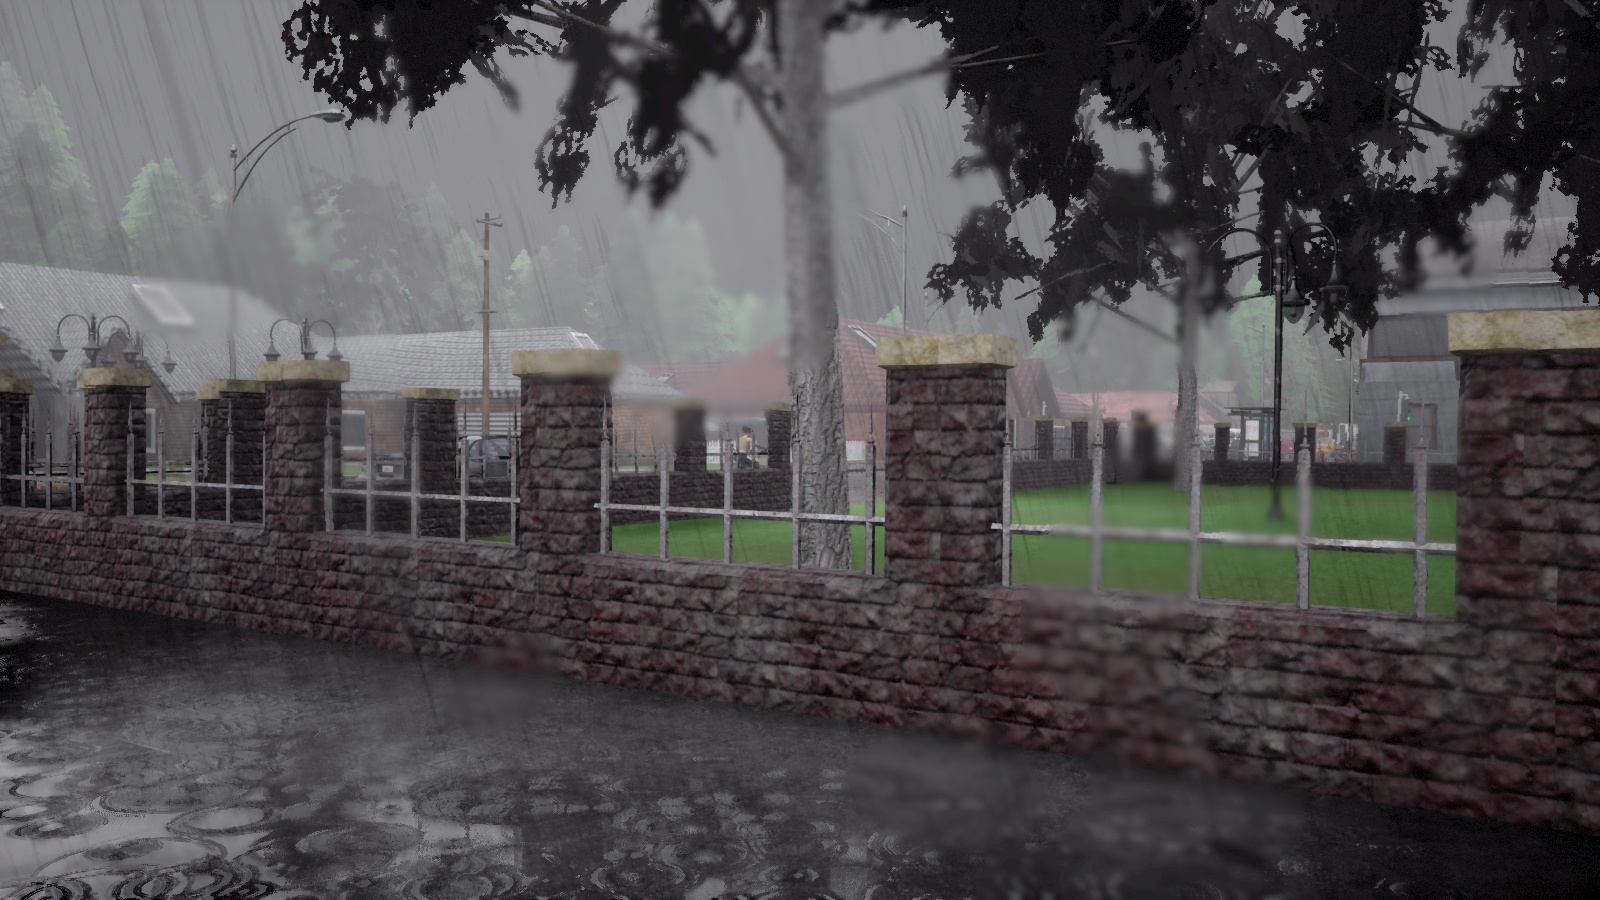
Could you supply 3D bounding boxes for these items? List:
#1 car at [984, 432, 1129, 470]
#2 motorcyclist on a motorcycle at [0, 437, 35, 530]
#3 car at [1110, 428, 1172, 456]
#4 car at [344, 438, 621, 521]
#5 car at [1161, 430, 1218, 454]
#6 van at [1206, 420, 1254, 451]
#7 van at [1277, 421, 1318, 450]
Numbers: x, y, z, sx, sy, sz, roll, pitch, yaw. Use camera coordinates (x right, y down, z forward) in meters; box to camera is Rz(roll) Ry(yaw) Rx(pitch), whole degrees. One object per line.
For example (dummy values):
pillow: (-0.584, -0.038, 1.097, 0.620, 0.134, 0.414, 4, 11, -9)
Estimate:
car: (9.995, 0.015, 49.296, 5.357, 1.411, 2.033, 0, 1, 4)
motorcyclist on a motorcycle: (-13.707, 0.560, 20.365, 0.797, 1.523, 2.044, 0, 1, 33)
car: (19.229, -0.460, 70.638, 2.007, 1.525, 4.514, 0, 1, 34)
car: (-6.040, 0.496, 24.689, 2.033, 1.411, 5.357, 0, 1, 32)
car: (24.409, -0.515, 78.576, 2.033, 1.411, 5.357, 0, 1, 33)
van: (29.658, -0.996, 86.589, 2.069, 2.038, 4.480, 0, 1, 33)
van: (34.197, -1.003, 86.217, 1.775, 1.987, 4.442, 0, 1, 33)
